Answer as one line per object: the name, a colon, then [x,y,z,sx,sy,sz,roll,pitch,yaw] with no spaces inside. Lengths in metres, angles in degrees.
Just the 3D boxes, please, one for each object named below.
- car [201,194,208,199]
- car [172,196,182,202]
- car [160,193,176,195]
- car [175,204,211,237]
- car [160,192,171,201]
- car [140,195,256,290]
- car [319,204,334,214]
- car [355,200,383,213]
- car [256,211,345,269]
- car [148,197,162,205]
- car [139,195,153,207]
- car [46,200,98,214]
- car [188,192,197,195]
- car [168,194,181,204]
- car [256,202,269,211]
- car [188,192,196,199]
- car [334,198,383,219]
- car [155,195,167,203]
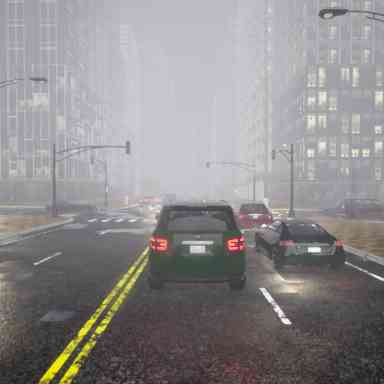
car: [3.360,1.216,91.670,1.882,1.535,5.008,0,0,0]
car: [-3.165,1.532,71.635,1.895,1.301,4.718,0,0,0]
car: [-3.301,1.183,51.771,2.150,2.045,5.566,0,0,-1]
car: [0.119,1.515,18.900,1.812,1.442,4.674,0,0,2]
car: [-6.405,1.150,79.800,2.150,2.045,5.566,0,0,0]
car: [0.113,1.217,9.218,2.150,2.045,5.566,0,0,0]
car: [16.766,1.660,36.224,5.357,1.411,2.033,0,1,1]
car: [21.856,1.641,38.728,4.829,1.417,1.752,1,0,1]
car: [3.363,1.558,11.148,1.994,1.385,4.181,0,0,0]
car: [-6.502,1.554,58.975,1.895,1.301,4.718,0,0,0]
car: [-6.563,1.316,49.986,2.097,1.767,4.553,0,0,1]
car: [-12.025,1.510,33.510,4.718,1.301,1.895,1,1,1]
car: [0.098,1.439,81.675,1.812,1.442,4.674,0,0,0]
car: [-3.240,1.302,61.582,2.097,1.767,4.553,0,0,0]
car: [3.373,1.341,19.762,2.097,1.767,4.553,0,0,0]
car: [0.110,0.963,91.704,2.150,2.045,5.566,0,0,0]
car: [16.237,1.517,30.448,5.009,1.841,2.192,1,0,1]
car: [-6.417,1.417,69.230,1.882,1.535,5.008,0,0,0]
